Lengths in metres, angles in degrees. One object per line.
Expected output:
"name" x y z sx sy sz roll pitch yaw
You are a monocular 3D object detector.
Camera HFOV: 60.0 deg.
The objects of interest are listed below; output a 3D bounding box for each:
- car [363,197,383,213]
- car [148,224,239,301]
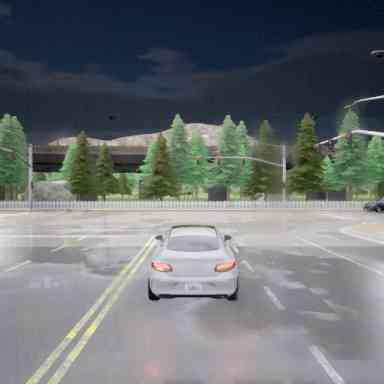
"car" 20.734 1.297 35.348 4.553 1.767 2.097 0 0 0
"car" 0.033 1.526 8.216 1.812 1.442 4.674 0 0 0
